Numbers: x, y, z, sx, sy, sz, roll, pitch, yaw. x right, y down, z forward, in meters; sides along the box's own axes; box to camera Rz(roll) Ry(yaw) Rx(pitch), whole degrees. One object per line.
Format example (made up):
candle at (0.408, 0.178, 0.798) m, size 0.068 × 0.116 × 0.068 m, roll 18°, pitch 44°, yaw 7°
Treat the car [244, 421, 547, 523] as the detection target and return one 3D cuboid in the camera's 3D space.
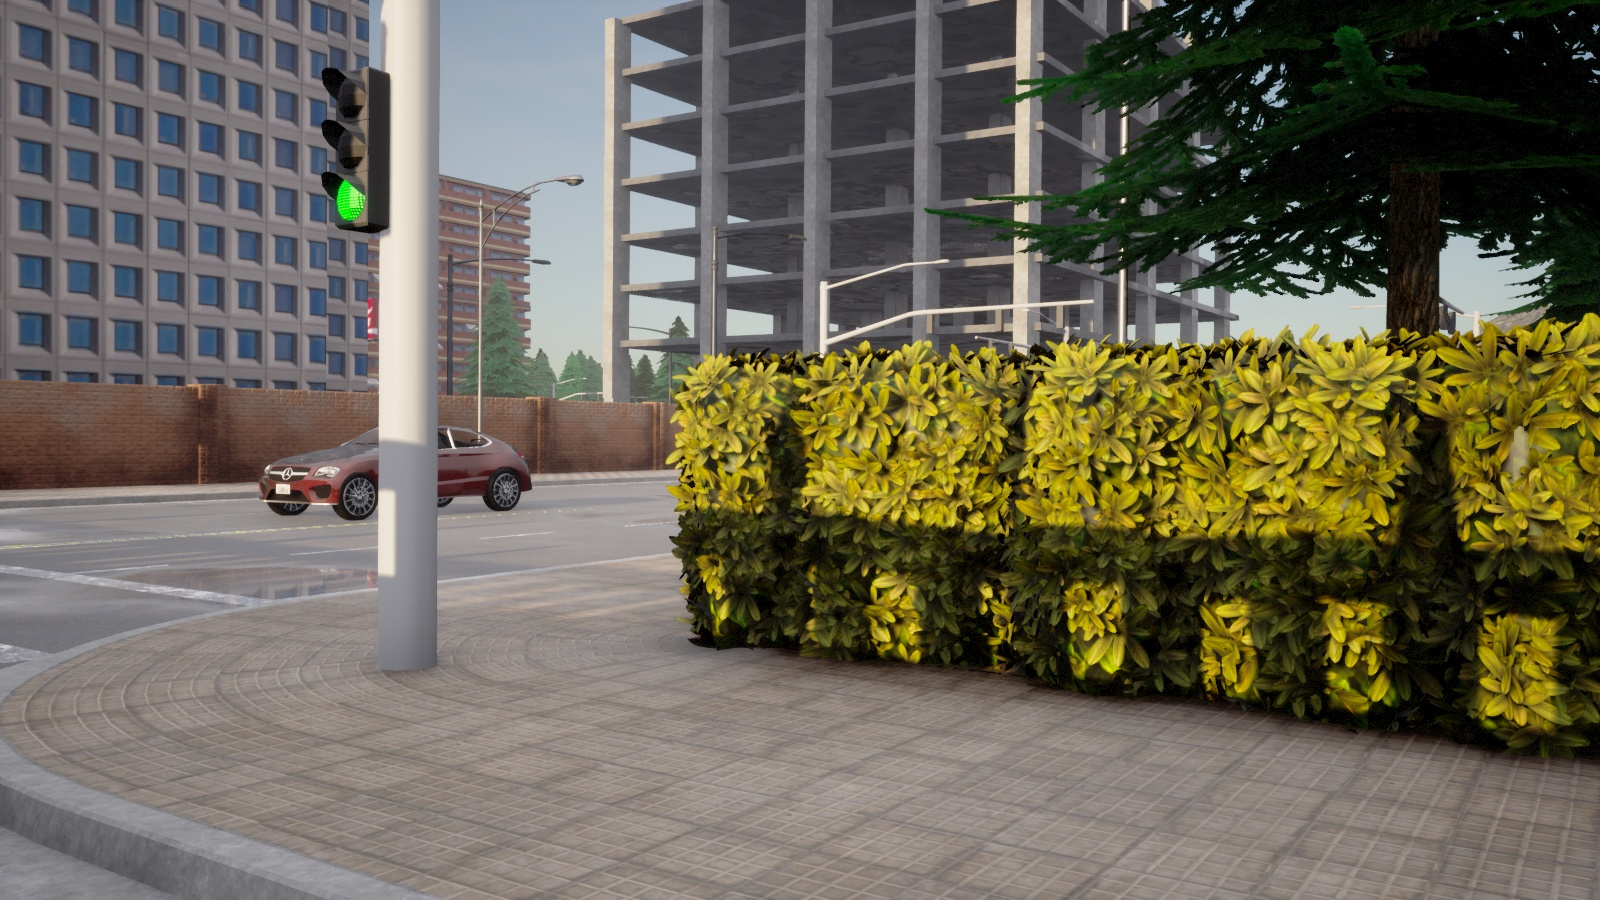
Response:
car at (-7.250, 0.316, 23.069) m, size 2.152 × 1.651 × 5.027 m, roll 0°, pitch 1°, yaw 33°
